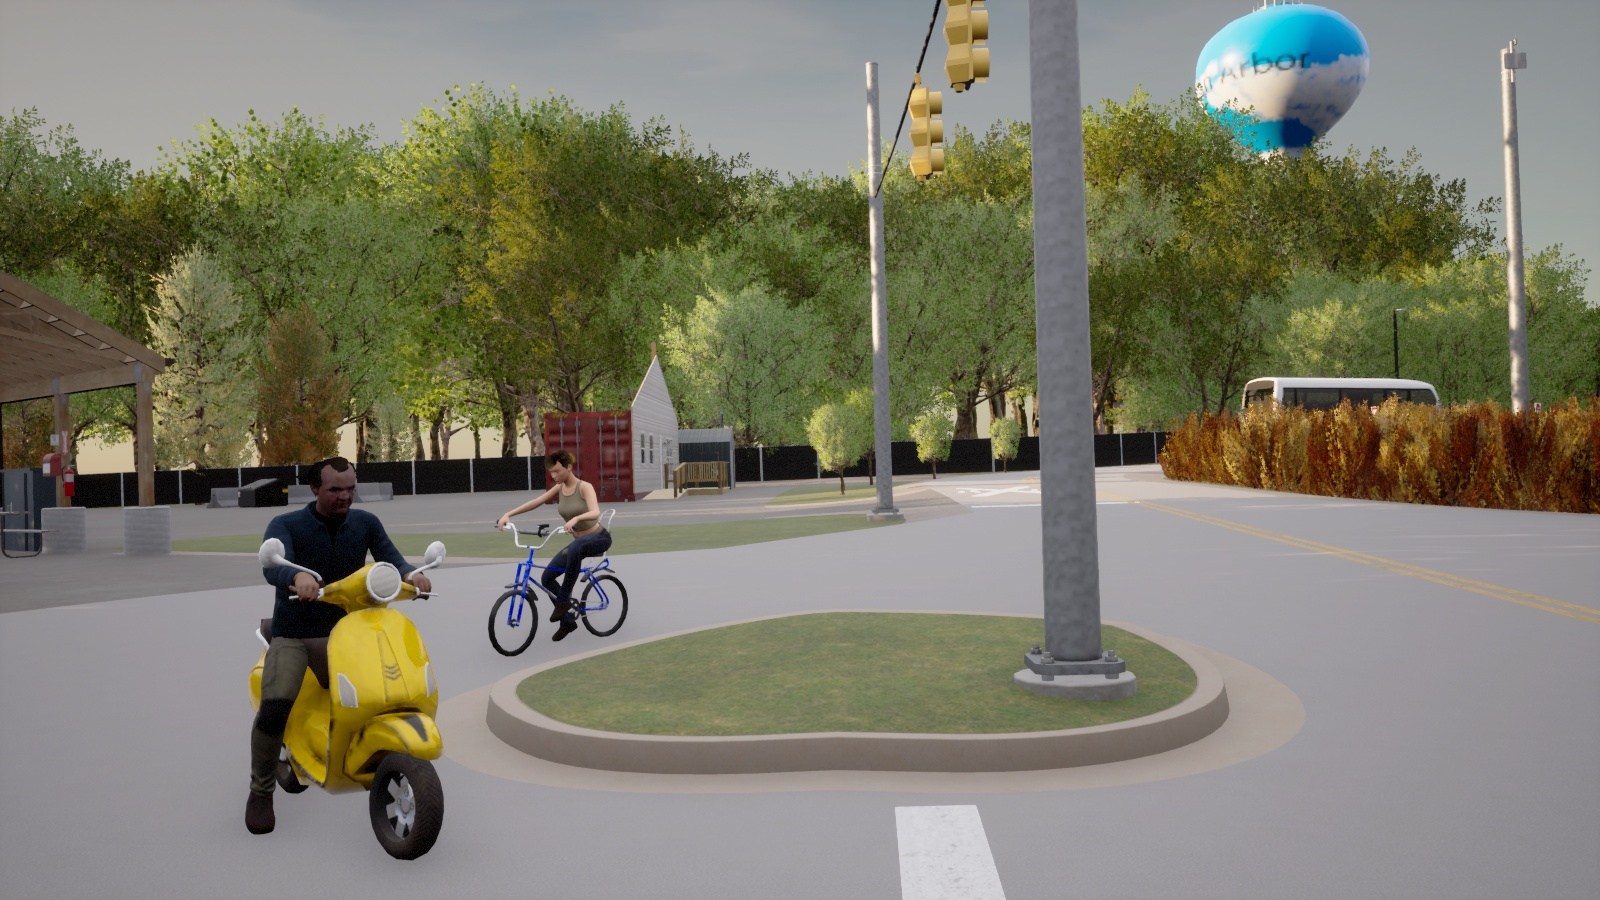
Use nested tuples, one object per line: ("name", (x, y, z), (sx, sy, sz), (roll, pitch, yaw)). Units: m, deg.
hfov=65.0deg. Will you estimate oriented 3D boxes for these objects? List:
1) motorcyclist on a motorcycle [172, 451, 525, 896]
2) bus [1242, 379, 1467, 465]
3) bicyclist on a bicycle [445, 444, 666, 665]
("motorcyclist on a motorcycle", (-2.029, 0.809, 5.479), (0.866, 1.590, 1.817), (0, 0, -40))
("bus", (28.641, -1.351, 65.047), (10.273, 4.253, 3.944), (0, -1, -12))
("bicyclist on a bicycle", (-1.980, 0.793, 10.329), (0.866, 1.612, 1.509), (-1, 2, 39))
